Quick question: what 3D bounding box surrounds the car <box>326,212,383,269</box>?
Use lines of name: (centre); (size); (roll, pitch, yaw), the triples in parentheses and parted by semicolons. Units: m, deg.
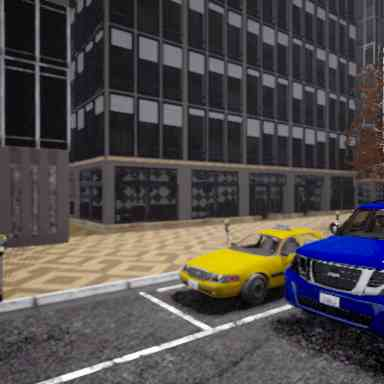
car: (6.760, 1.485, 11.380); (4.403, 1.369, 2.008); (0, 0, -36)

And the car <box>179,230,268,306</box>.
car: (1.987, 1.492, 7.975); (4.829, 1.417, 1.752); (0, 0, -36)

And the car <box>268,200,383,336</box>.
car: (4.223, 1.183, 6.390); (5.566, 2.045, 2.150); (0, 0, -36)
